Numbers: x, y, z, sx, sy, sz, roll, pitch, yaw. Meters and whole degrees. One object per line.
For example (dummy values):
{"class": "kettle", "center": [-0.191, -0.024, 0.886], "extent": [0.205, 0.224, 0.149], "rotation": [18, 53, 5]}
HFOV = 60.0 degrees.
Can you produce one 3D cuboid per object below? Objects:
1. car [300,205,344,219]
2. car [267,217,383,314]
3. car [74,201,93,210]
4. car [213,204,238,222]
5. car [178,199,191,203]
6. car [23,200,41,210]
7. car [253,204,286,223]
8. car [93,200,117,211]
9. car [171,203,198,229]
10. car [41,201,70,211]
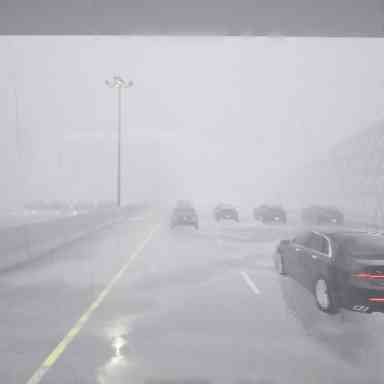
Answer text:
{"class": "car", "center": [9.920, 1.749, 25.732], "extent": [1.837, 1.490, 4.892], "rotation": [0, 0, -1]}
{"class": "car", "center": [3.363, 1.580, 7.784], "extent": [1.837, 1.490, 4.892], "rotation": [0, -1, -1]}
{"class": "car", "center": [-15.248, 1.905, 47.312], "extent": [1.895, 1.301, 4.718], "rotation": [0, 0, -1]}
{"class": "car", "center": [2.844, 1.762, 28.710], "extent": [1.812, 1.442, 4.674], "rotation": [0, 0, -1]}
{"class": "car", "center": [-0.926, 1.656, 39.588], "extent": [2.097, 1.767, 4.553], "rotation": [0, 0, -1]}
{"class": "car", "center": [-22.250, 1.838, 47.216], "extent": [1.994, 1.385, 4.181], "rotation": [0, -1, -1]}
{"class": "car", "center": [6.374, 1.749, 27.586], "extent": [1.837, 1.490, 4.892], "rotation": [0, 0, -1]}
{"class": "car", "center": [-11.730, 1.787, 46.057], "extent": [1.882, 1.535, 5.008], "rotation": [0, -1, -1]}
{"class": "car", "center": [-0.521, 1.727, 23.262], "extent": [2.033, 1.411, 5.357], "rotation": [0, 0, -1]}
{"class": "car", "center": [-18.737, 1.884, 46.512], "extent": [1.895, 1.301, 4.718], "rotation": [0, 0, -1]}
